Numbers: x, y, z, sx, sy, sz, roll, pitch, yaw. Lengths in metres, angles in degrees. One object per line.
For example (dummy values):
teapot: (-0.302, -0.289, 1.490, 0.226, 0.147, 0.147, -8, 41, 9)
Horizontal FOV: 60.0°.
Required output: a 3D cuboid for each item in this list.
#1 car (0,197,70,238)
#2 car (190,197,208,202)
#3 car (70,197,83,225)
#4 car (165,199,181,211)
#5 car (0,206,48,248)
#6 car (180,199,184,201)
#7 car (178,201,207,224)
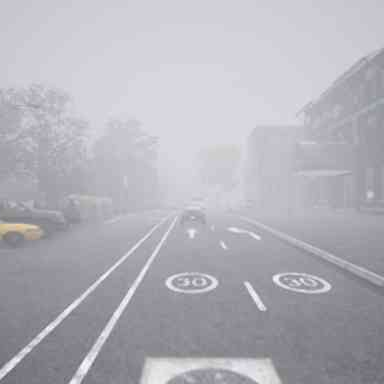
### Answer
car: (-9.442, 1.358, 17.141, 5.566, 2.045, 2.435, -1, -1, -20)
car: (0.752, 1.697, 44.169, 2.150, 2.045, 5.566, 0, -2, 2)
car: (-9.492, 1.373, 20.069, 5.566, 2.045, 2.435, -1, 0, -20)
car: (-3.313, 2.349, 55.280, 1.812, 1.442, 4.674, 0, -2, 2)
car: (-9.297, 1.590, 14.243, 5.366, 1.575, 1.946, -1, -1, -20)
car: (-2.619, 2.512, 70.837, 2.150, 2.045, 5.566, 0, -2, 3)
car: (0.073, 1.681, 26.193, 1.812, 1.442, 4.674, 0, 0, 0)
